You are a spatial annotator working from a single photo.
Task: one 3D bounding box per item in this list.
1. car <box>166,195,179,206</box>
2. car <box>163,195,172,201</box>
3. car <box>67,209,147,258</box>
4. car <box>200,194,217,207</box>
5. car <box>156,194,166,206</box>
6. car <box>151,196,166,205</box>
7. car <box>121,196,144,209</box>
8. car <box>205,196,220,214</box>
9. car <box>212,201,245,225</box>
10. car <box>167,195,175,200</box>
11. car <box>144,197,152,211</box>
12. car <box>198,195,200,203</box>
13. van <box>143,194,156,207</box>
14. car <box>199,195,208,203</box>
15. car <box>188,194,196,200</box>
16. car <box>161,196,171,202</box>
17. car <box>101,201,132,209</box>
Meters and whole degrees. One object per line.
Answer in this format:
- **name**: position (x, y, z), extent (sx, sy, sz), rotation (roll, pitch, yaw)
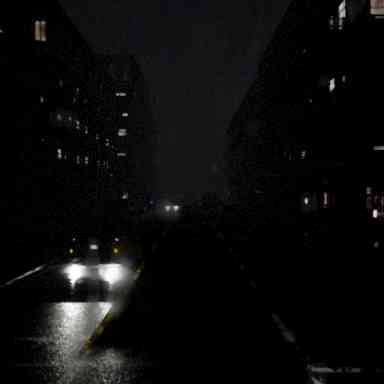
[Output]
- **car**: position (-3.095, 1.512, 52.044), extent (1.994, 1.385, 4.181), rotation (0, 0, 0)
- **car**: position (-5.735, 1.506, 79.474), extent (1.802, 1.307, 4.206), rotation (-1, 0, 0)
- **car**: position (-3.089, 1.551, 12.494), extent (1.994, 1.385, 4.181), rotation (0, 0, 1)
- **car**: position (2.657, 1.269, 45.837), extent (2.192, 1.841, 5.009), rotation (-1, 0, 0)
- **car**: position (-5.716, 1.264, 51.463), extent (2.192, 1.841, 5.009), rotation (-1, 0, 0)
- **car**: position (-5.732, 1.495, 57.066), extent (2.008, 1.369, 4.403), rotation (-1, 0, 0)
- **car**: position (-5.681, 1.411, 29.055), extent (1.967, 1.590, 4.097), rotation (-1, 0, 0)
- **car**: position (2.665, 1.490, 34.803), extent (1.752, 1.417, 4.829), rotation (-1, 0, 0)
- **car**: position (2.671, 1.558, 23.429), extent (1.802, 1.307, 4.206), rotation (-1, 0, 0)
- **car**: position (-5.740, 1.465, 90.678), extent (2.008, 1.369, 4.403), rotation (-1, 0, 0)
- **car**: position (-5.682, 1.516, 34.657), extent (2.008, 1.369, 4.403), rotation (-1, 0, 0)
- **car**: position (2.652, 1.258, 57.041), extent (2.192, 1.841, 5.009), rotation (-1, 0, 0)
- **van**: position (-5.687, 1.301, 40.259), extent (1.690, 1.788, 3.998), rotation (-1, 0, 0)
- **car**: position (2.320, 1.390, 68.066), extent (1.801, 1.575, 5.366), rotation (0, 0, 0)
- **car**: position (-0.036, 1.357, 85.039), extent (1.994, 1.385, 4.181), rotation (0, 0, 0)
- **car**: position (-5.732, 1.511, 73.872), extent (1.802, 1.307, 4.206), rotation (-1, 0, 0)
- **car**: position (-5.676, 1.559, 23.454), extent (1.802, 1.307, 4.206), rotation (-1, 0, 0)
